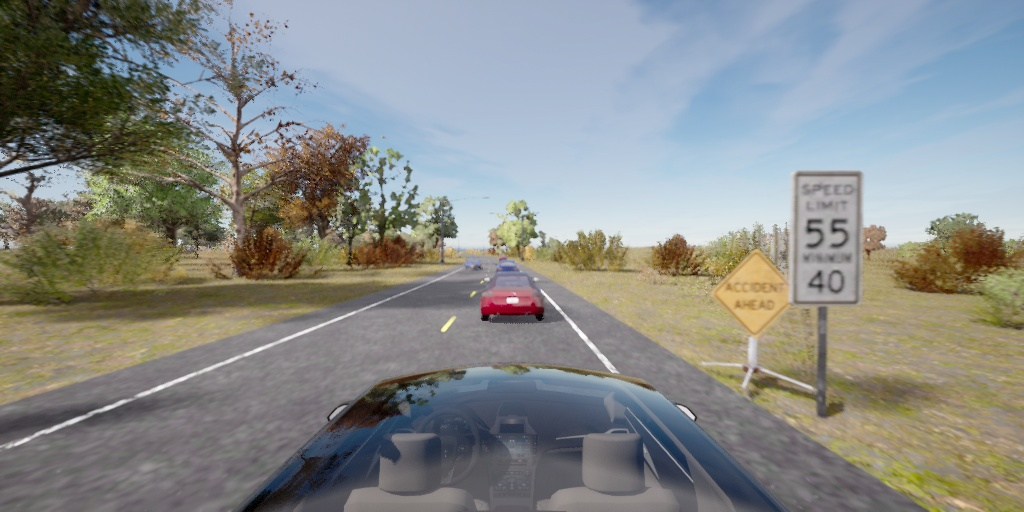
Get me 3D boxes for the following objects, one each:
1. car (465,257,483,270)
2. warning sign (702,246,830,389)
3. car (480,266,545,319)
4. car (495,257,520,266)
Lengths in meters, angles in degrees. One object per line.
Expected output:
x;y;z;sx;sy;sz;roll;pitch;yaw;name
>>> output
-4.555;0.902;42.562;1.812;1.442;4.674;0;1;-2;car
3.543;0.833;5.290;1.300;1.860;1.060;0;0;0;warning sign
-0.002;1.221;12.296;1.994;1.385;4.181;0;1;-1;car
-0.339;1.039;28.099;1.812;1.442;4.674;0;1;-2;car
